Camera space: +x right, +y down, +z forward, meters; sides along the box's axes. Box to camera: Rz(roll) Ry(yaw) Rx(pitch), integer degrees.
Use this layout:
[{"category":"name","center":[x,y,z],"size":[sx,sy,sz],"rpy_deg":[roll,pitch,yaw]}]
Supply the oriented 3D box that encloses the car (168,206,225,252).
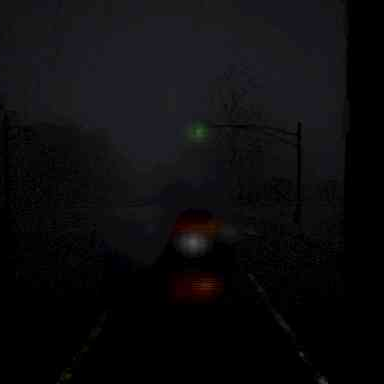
[{"category":"car","center":[0.197,1.320,12.970],"size":[1.837,1.490,4.892],"rpy_deg":[0,1,4]}]
